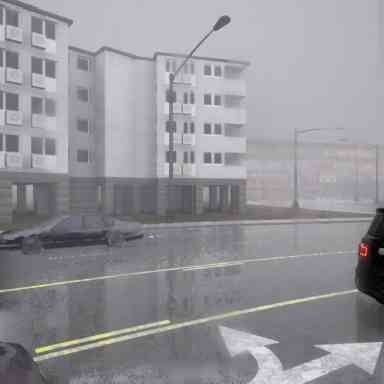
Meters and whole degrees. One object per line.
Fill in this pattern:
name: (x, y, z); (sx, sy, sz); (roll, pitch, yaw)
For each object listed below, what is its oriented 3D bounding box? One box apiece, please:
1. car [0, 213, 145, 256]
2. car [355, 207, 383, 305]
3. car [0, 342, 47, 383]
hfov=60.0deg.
car: (-4.603, 1.547, 13.218); (5.357, 1.411, 2.033); (0, 0, -30)
car: (5.697, 1.221, 6.288); (5.566, 2.045, 2.150); (0, 0, -23)
car: (-3.318, 1.547, 1.238); (5.357, 1.411, 2.033); (0, 0, -37)
